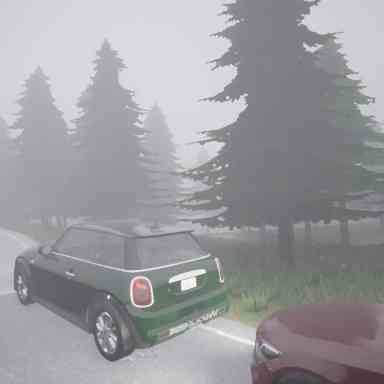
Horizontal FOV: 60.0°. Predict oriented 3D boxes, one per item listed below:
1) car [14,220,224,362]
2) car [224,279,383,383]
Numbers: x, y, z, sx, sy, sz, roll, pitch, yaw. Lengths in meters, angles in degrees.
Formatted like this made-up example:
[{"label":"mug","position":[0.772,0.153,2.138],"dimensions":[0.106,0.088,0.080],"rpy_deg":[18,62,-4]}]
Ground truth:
[{"label":"car","position":[-1.578,1.308,6.213],"dimensions":[4.553,1.767,2.097],"rpy_deg":[1,1,44]},{"label":"car","position":[2.753,1.531,2.594],"dimensions":[4.674,1.442,1.812],"rpy_deg":[1,0,36]}]
